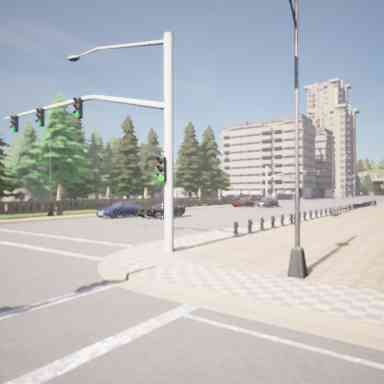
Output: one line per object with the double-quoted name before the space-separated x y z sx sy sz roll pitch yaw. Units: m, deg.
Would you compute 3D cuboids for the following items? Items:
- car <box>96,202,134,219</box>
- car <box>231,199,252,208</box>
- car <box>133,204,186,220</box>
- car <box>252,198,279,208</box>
"car" -6.532 1.634 30.334 1.812 1.442 4.674 0 0 36
"car" 7.814 1.710 50.357 1.895 1.301 4.718 0 0 36
"car" -2.660 1.693 29.735 1.895 1.301 4.718 0 0 36
"car" 11.266 1.584 49.155 2.128 1.511 4.902 0 0 36
